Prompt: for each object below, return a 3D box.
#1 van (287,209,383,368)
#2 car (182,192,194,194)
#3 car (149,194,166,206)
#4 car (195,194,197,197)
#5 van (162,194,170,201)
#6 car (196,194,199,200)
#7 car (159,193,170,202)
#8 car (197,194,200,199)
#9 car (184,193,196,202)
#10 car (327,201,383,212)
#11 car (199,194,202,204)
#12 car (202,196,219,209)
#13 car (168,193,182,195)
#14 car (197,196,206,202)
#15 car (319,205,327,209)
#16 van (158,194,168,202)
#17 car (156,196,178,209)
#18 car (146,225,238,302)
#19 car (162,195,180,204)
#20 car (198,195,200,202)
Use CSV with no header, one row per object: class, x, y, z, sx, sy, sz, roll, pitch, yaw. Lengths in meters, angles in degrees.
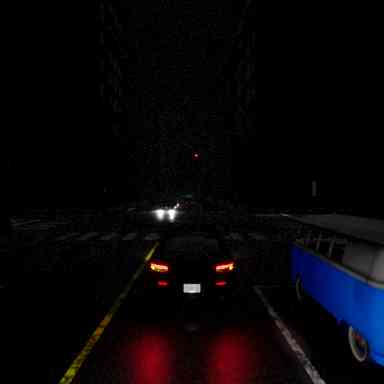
van,2.854,1.341,5.470,1.690,1.788,3.998,0,0,0
car,-0.746,1.078,84.216,2.150,2.045,5.566,0,0,-1
car,-6.025,1.301,55.594,2.192,1.841,5.009,0,0,-1
car,2.274,1.523,72.287,2.008,1.369,4.403,0,0,-1
van,-6.400,1.301,83.220,1.690,1.788,3.998,0,0,-1
car,2.349,1.522,66.762,1.887,1.381,4.507,0,0,-1
car,-6.327,1.282,77.696,2.192,1.841,5.009,0,0,-1
car,2.425,1.548,61.236,1.947,1.339,4.313,0,0,-1
car,-0.610,1.563,74.216,1.895,1.301,4.718,0,0,-1
car,14.605,1.517,28.854,4.674,1.442,1.812,0,0,-3
car,2.575,1.429,50.185,1.967,1.590,4.097,0,0,-1
car,2.649,1.517,44.830,1.752,1.417,4.829,0,0,-1
car,-3.523,1.331,64.657,2.097,1.767,4.553,0,0,0
car,2.198,1.548,77.812,1.802,1.307,4.206,0,0,-1
car,14.420,1.584,32.105,4.718,1.301,1.895,0,0,2
van,-6.251,1.314,72.170,1.690,1.788,3.998,0,0,-1
car,-3.304,1.593,44.679,1.895,1.301,4.718,0,0,-1
car,0.000,1.525,8.148,1.812,1.442,4.674,0,0,0
car,-3.431,1.551,54.634,1.994,1.385,4.181,0,0,-1
car,2.500,1.536,55.710,2.008,1.369,4.403,0,0,-1
